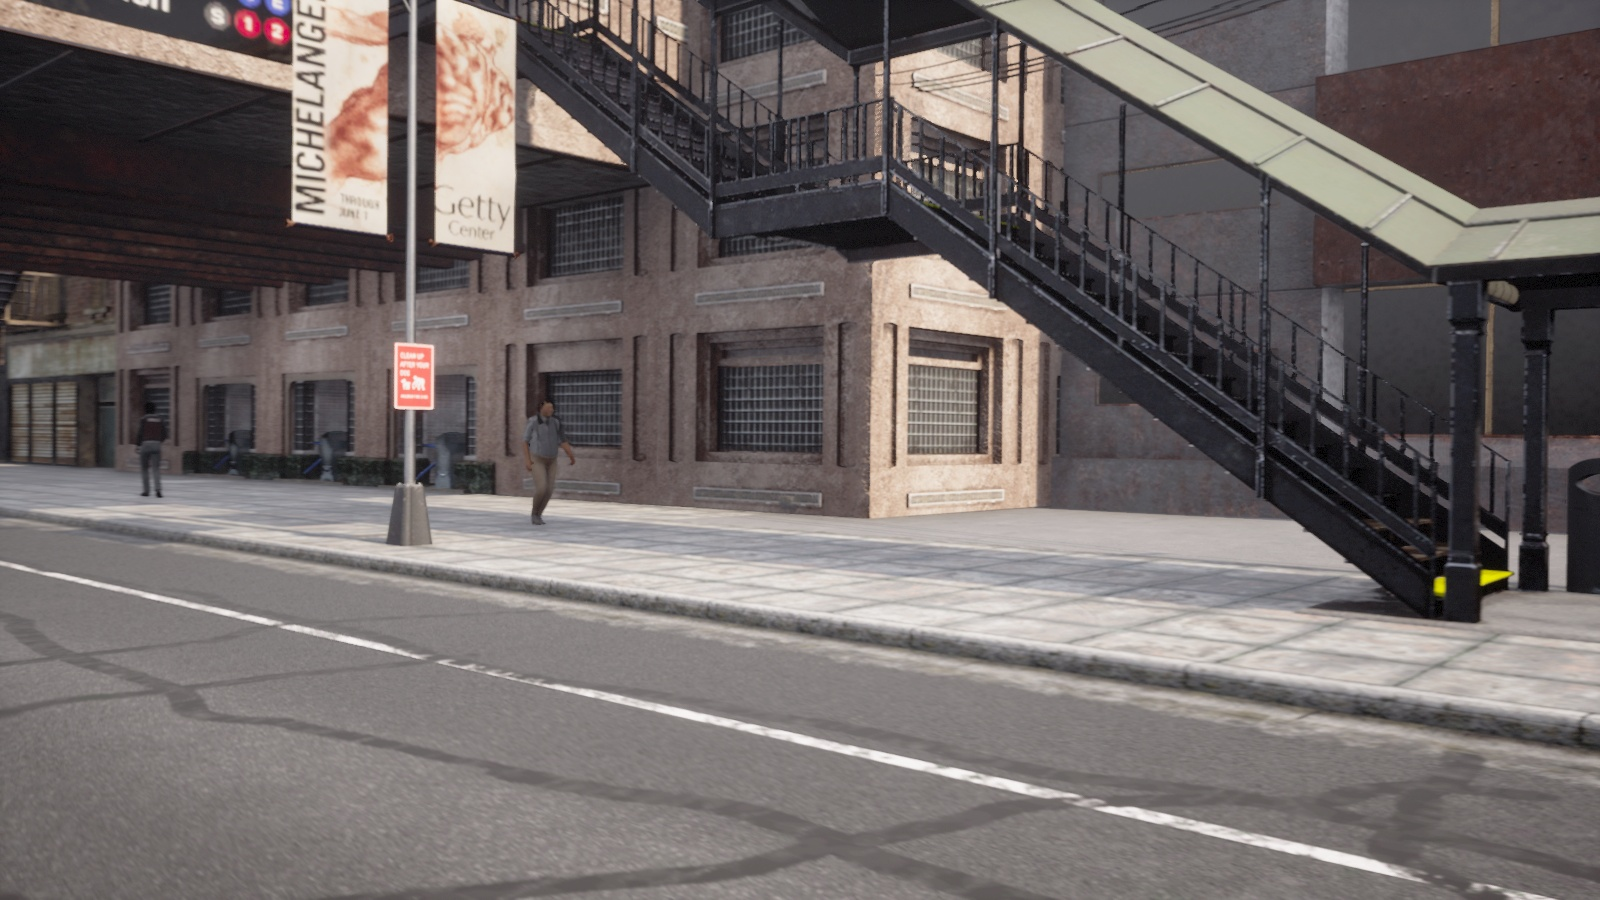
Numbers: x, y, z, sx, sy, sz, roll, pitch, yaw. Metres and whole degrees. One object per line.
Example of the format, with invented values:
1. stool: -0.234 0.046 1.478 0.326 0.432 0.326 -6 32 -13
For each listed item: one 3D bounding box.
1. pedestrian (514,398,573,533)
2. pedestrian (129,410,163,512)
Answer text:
1. pedestrian: -3.621 0.209 17.713 0.540 1.848 0.694 -1 1 -40
2. pedestrian: -12.510 0.204 24.028 0.402 1.930 0.666 -1 1 -42
